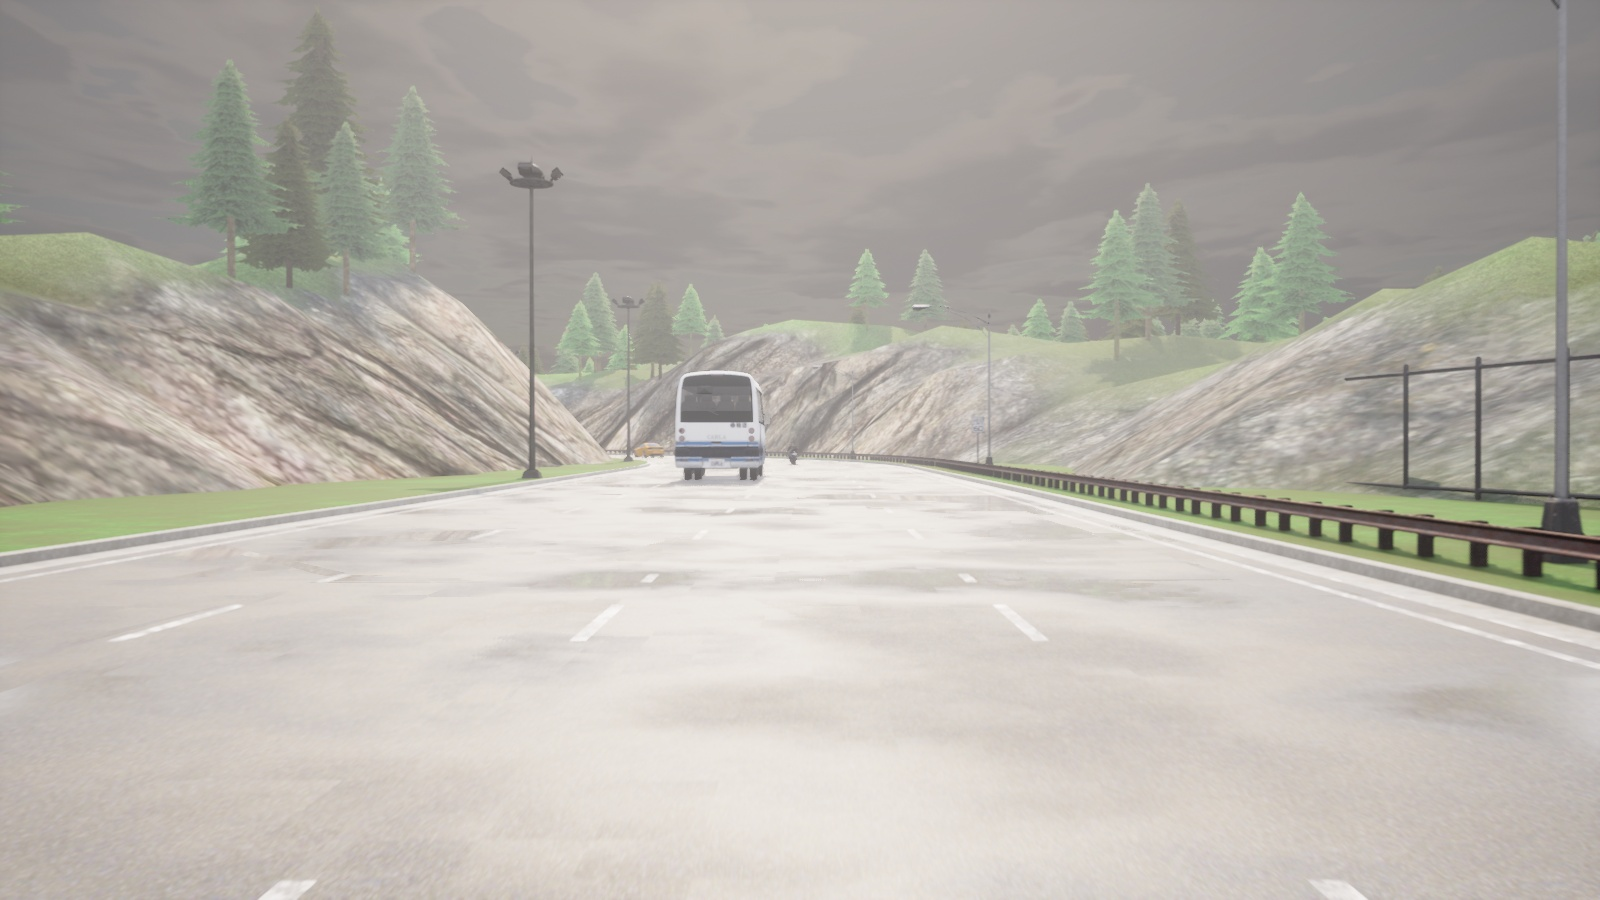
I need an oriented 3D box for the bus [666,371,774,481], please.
[{"bbox_3d":[-3.186,-0.935,53.577,3.944,4.253,10.273,0,0,0],"label":"bus"}]
